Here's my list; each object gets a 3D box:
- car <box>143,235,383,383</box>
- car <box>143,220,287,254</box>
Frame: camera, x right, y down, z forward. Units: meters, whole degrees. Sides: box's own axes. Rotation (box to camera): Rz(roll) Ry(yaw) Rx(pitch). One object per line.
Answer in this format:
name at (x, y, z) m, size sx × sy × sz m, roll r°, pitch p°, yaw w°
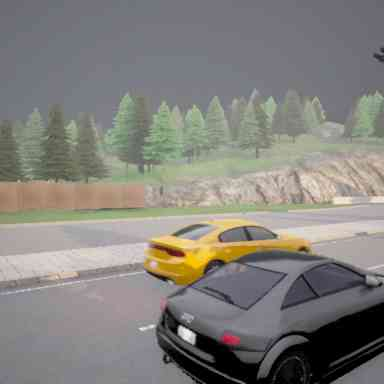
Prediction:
car at (1.568, 1.563, 4.869) m, size 4.181 × 1.385 × 1.994 m, roll 0°, pitch 0°, yaw -35°
car at (1.150, 1.478, 8.867) m, size 5.008 × 1.535 × 1.882 m, roll 0°, pitch 0°, yaw -35°
